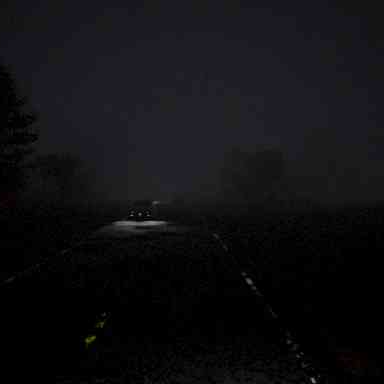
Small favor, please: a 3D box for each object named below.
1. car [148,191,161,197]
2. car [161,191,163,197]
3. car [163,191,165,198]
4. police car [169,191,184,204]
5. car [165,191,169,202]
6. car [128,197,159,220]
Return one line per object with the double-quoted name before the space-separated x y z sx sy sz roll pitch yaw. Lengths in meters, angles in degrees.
"car" -7.874 1.048 67.630 2.097 1.767 4.553 0 0 -8
"car" -8.324 0.693 89.312 2.150 2.045 5.566 0 0 -11
"car" -4.483 0.903 71.499 2.150 2.045 5.566 0 0 -8
"police car" -2.385 1.171 55.640 1.930 1.638 5.238 0 0 -7
"car" -3.625 1.055 65.471 2.097 1.767 4.553 0 0 -8
"car" -3.922 1.382 26.580 1.837 1.490 4.892 0 0 -3
